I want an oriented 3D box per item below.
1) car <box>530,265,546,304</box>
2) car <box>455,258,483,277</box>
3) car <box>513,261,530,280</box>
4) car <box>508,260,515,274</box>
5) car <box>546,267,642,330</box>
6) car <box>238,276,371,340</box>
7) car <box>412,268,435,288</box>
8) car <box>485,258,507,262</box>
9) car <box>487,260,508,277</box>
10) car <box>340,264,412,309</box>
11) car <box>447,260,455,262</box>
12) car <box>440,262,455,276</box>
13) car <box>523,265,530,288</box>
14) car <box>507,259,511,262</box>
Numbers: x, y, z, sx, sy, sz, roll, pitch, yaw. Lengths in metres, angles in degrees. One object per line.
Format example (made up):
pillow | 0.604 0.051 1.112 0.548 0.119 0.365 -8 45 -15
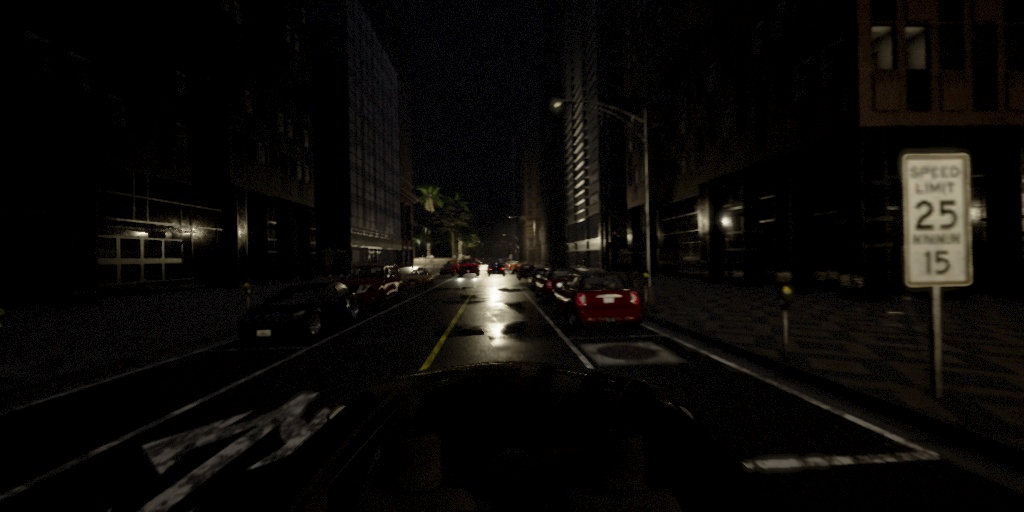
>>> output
car | 2.169 1.222 16.650 1.967 1.591 4.097 0 0 -3
car | -4.833 1.297 41.241 2.150 2.045 5.566 -1 0 -3
car | 1.368 1.435 32.905 1.888 1.381 4.507 0 0 -3
car | 0.826 1.490 43.911 1.751 1.417 4.829 0 0 -3
car | 2.436 1.187 11.232 1.967 1.591 4.097 0 0 -3
car | -6.076 1.499 10.814 1.948 1.339 4.313 0 0 -3
car | -6.869 1.565 26.902 1.751 1.417 4.829 0 0 -3
car | -2.147 1.405 47.742 2.097 1.767 4.553 -1 0 -3
car | -1.707 1.522 39.590 1.812 1.442 4.674 -1 0 -2
car | -6.344 1.283 16.233 2.192 1.841 5.009 0 0 -3
car | -7.946 1.504 48.749 2.192 1.841 5.009 0 0 -3
car | -7.680 1.733 43.330 1.802 1.307 4.207 0 0 -3
car | 1.902 1.400 22.068 1.802 1.307 4.207 0 0 -3
car | 0.300 1.481 54.578 1.967 1.591 4.097 0 0 -3
